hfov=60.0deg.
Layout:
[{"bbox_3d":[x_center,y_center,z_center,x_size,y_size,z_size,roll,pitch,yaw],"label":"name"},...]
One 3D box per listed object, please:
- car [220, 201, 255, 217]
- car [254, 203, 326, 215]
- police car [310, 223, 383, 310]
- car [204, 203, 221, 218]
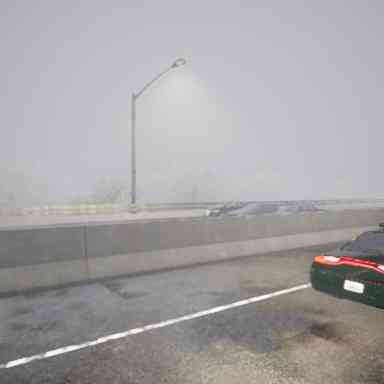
[{"bbox_3d":[4.977,1.541,24.608,5.357,1.411,2.033,0,0,-35],"label":"car"},{"bbox_3d":[6.862,1.543,21.656,5.357,1.411,2.033,0,0,-35],"label":"car"},{"bbox_3d":[4.853,1.504,7.307,4.974,1.542,2.038,0,0,-35],"label":"police car"},{"bbox_3d":[3.225,1.484,27.646,4.902,1.511,2.128,0,0,-35],"label":"car"}]
